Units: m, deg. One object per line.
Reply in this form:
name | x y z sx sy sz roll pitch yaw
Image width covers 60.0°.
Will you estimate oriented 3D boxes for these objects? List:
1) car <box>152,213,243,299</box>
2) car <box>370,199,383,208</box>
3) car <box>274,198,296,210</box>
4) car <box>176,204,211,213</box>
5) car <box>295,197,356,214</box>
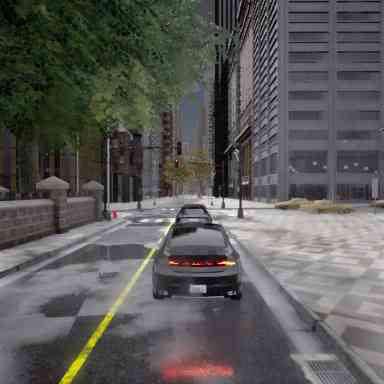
car | 0.111 1.508 8.435 1.837 1.490 4.892 0 0 0
car | 23.436 1.144 38.962 4.829 1.417 1.752 -1 1 0
car | 12.095 1.329 39.022 4.829 1.417 1.752 -1 1 0
car | 0.094 1.440 18.565 2.033 1.649 4.856 0 0 0
car | 12.399 1.341 30.496 4.829 1.417 1.752 -1 1 0
